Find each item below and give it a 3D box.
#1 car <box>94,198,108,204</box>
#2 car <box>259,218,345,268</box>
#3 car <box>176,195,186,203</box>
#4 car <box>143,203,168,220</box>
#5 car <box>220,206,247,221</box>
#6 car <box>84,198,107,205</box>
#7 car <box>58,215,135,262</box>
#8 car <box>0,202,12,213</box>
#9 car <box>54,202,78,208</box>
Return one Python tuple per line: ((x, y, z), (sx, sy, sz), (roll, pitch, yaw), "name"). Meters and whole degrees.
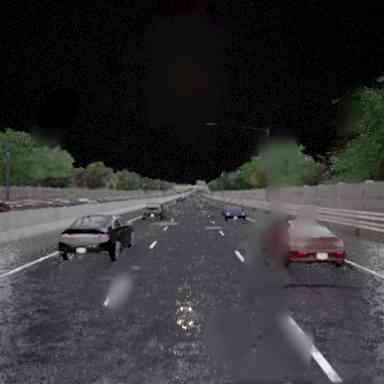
((-20.991, 2.100, 76.656), (1.994, 1.385, 4.181), (0, 0, 0), "car")
((3.601, 1.623, 11.494), (1.812, 1.442, 4.674), (0, -1, 0), "car")
((-3.489, 2.256, 94.251), (1.837, 1.490, 4.892), (0, 0, 0), "car")
((-3.396, 1.773, 30.808), (1.837, 1.490, 4.892), (0, -1, 0), "car")
((3.603, 1.861, 29.691), (1.895, 1.301, 4.718), (0, -1, 0), "car")
((-14.061, 1.918, 47.618), (1.837, 1.490, 4.892), (0, -1, 0), "car")
((-3.398, 1.598, 12.627), (2.128, 1.511, 4.902), (0, -1, 0), "car")
((-21.086, 1.832, 35.429), (1.812, 1.442, 4.674), (0, -1, 0), "car")
((-17.568, 2.002, 46.444), (1.895, 1.301, 4.718), (0, 0, 0), "car")
